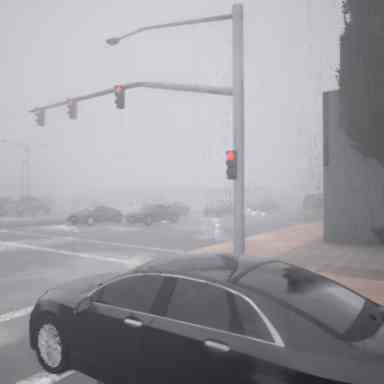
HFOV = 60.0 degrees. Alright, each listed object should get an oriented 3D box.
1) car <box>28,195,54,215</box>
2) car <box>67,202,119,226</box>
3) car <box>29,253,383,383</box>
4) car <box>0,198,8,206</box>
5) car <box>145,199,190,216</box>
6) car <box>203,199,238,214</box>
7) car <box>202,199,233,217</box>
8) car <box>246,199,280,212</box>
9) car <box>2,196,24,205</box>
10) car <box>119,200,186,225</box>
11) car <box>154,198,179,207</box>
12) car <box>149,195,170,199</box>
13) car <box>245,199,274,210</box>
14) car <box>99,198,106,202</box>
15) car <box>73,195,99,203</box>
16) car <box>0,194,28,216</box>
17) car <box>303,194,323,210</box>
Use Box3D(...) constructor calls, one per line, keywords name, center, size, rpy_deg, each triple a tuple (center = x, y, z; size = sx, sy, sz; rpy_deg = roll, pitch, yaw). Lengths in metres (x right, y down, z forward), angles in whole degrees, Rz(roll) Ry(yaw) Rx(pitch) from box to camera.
Box3D(name="car", center=(-17.159, 1.432, 35.792), size=(3.866, 1.878, 1.905), rpy_deg=(-1, 0, 35))
Box3D(name="car", center=(-7.271, 1.727, 25.219), size=(1.994, 1.385, 4.181), rpy_deg=(-1, 0, 36))
Box3D(name="car", center=(-0.052, 1.523, 4.025), size=(4.892, 1.490, 1.837), rpy_deg=(-1, 0, 35))
Box3D(name="car", center=(-37.162, 1.898, 63.892), size=(3.905, 1.438, 1.784), rpy_deg=(-1, 0, 35))
Box3D(name="car", center=(-2.062, 1.688, 32.255), size=(1.812, 1.442, 4.674), rpy_deg=(-1, 0, 37))
Box3D(name="car", center=(3.477, 1.639, 39.686), size=(1.882, 1.535, 5.008), rpy_deg=(-1, 0, 37))
Box3D(name="car", center=(2.907, 1.660, 33.069), size=(1.812, 1.442, 4.674), rpy_deg=(-1, 0, 37))
Box3D(name="car", center=(9.271, 1.681, 41.575), size=(2.033, 1.411, 5.357), rpy_deg=(-1, 0, 37))
Box3D(name="car", center=(-35.654, 1.688, 66.112), size=(4.605, 1.855, 1.932), rpy_deg=(-1, 0, 35))
Box3D(name="car", center=(-2.894, 1.640, 25.275), size=(1.837, 1.490, 4.892), rpy_deg=(-1, 0, 36))
Box3D(name="car", center=(-4.163, 1.674, 54.182), size=(3.806, 1.475, 1.970), rpy_deg=(-1, 0, 35))
Box3D(name="car", center=(-5.847, 1.434, 51.827), size=(3.866, 1.878, 1.905), rpy_deg=(-1, 0, 35))
Box3D(name="car", center=(9.832, 1.708, 48.122), size=(2.033, 1.411, 5.357), rpy_deg=(-1, 0, 37))
Box3D(name="car", center=(-18.427, 1.780, 64.262), size=(3.905, 1.438, 1.784), rpy_deg=(-1, 0, 35))
Box3D(name="car", center=(-20.155, 1.570, 61.936), size=(4.605, 1.855, 1.932), rpy_deg=(-1, 0, 35))
Box3D(name="car", center=(-18.876, 1.429, 33.461), size=(4.605, 1.855, 1.932), rpy_deg=(-1, 0, 35))
Box3D(name="car", center=(17.191, 1.325, 46.004), size=(2.150, 2.045, 5.566), rpy_deg=(-1, 0, 37))
